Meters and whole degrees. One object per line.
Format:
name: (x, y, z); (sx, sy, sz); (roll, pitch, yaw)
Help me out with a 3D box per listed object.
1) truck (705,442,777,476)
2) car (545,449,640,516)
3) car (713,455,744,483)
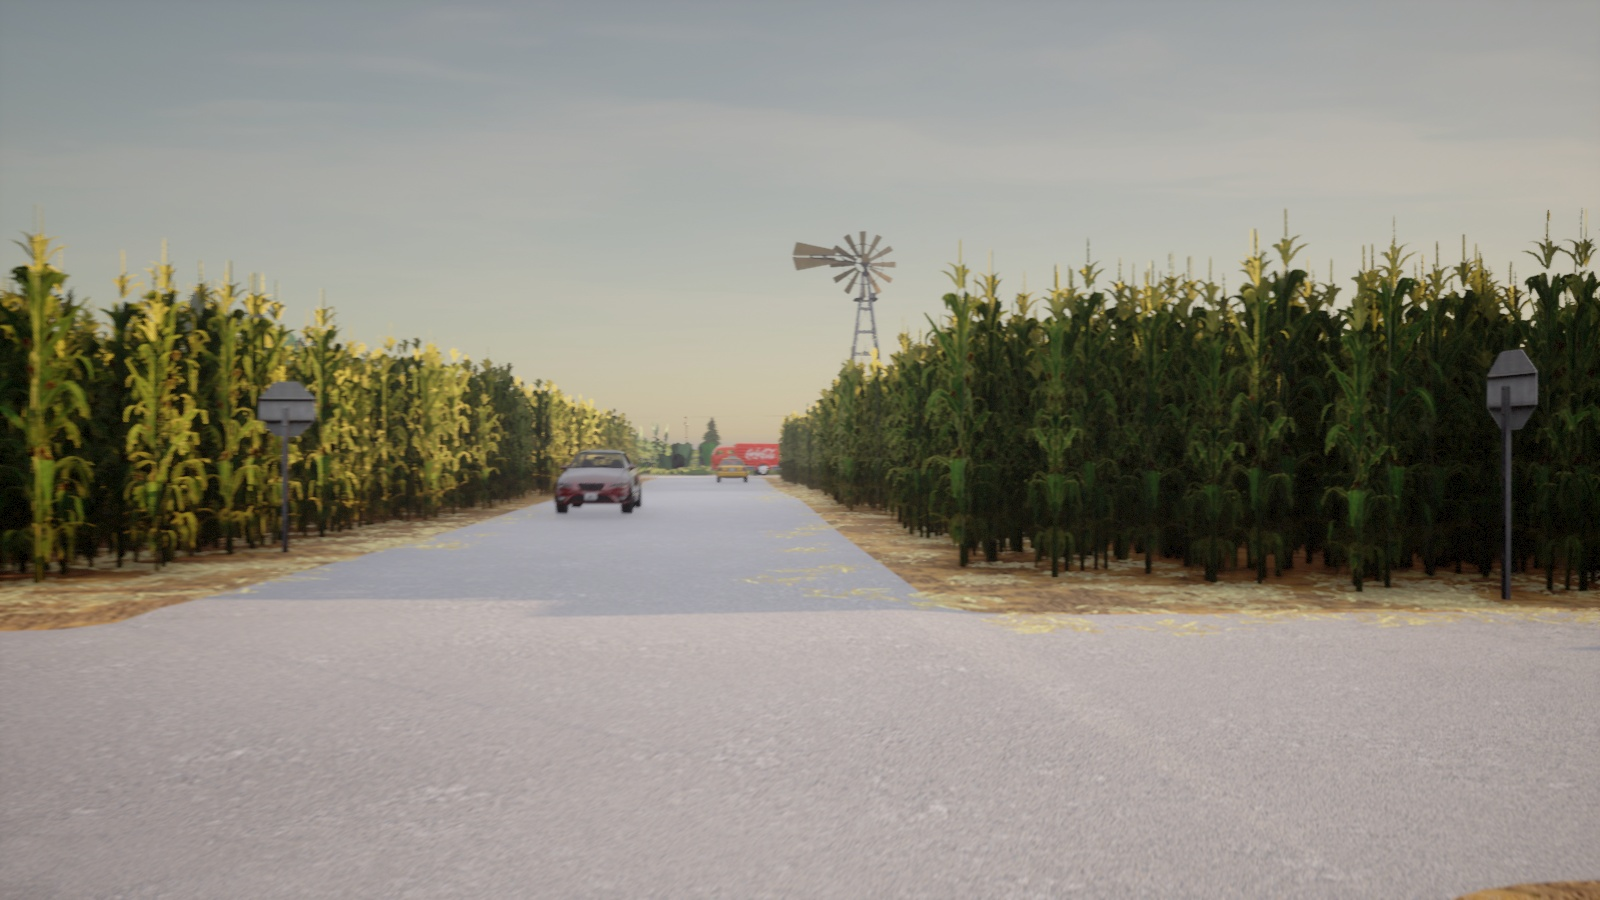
truck: (-4.478, 0.694, 94.579); (5.204, 2.467, 2.627); (0, -1, -9)
car: (-4.903, 0.731, 30.168); (1.816, 1.474, 4.193); (0, 0, -3)
car: (-4.212, 1.075, 74.033); (1.801, 1.575, 5.366); (0, 0, -3)
